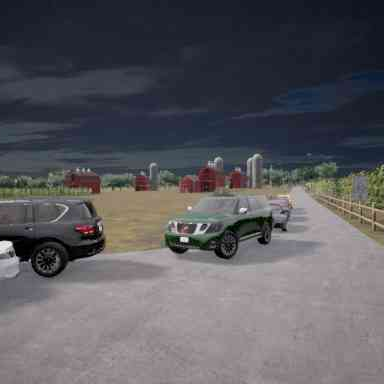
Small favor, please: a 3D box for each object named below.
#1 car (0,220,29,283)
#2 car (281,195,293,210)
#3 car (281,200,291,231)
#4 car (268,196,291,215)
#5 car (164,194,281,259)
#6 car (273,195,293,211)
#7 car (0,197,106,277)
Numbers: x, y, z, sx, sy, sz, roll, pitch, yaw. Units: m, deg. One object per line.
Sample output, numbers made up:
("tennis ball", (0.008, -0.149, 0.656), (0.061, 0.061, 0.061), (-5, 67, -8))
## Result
("car", (-6.105, 1.612, 6.679), (4.674, 1.442, 1.812), (-2, 2, -38))
("car", (6.266, 1.231, 24.727), (1.882, 1.535, 5.008), (0, 0, 18))
("car", (4.415, 1.377, 18.993), (1.994, 1.385, 4.181), (0, 0, 17))
("car", (8.189, 1.193, 30.772), (1.837, 1.490, 4.892), (0, 0, 18))
("car", (1.298, 1.106, 12.668), (2.150, 2.045, 5.566), (0, 0, 34))
("car", (10.003, 1.104, 36.475), (1.882, 1.535, 5.008), (0, 1, 18))
("car", (-5.364, 1.225, 9.595), (5.566, 2.045, 2.150), (-1, 1, -4))
